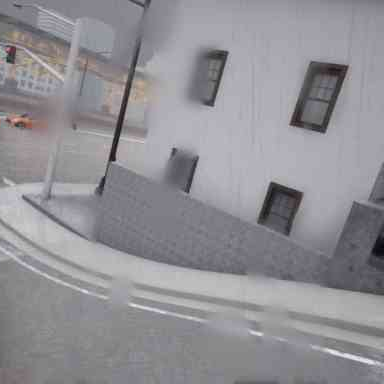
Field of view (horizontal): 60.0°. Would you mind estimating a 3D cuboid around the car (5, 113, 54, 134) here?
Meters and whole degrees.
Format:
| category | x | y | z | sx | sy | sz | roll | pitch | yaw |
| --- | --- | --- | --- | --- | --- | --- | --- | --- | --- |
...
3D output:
| category | x | y | z | sx | sy | sz | roll | pitch | yaw |
| --- | --- | --- | --- | --- | --- | --- | --- | --- | --- |
| car | -16.880 | -7.354 | 34.765 | 2.097 | 1.767 | 4.553 | 24 | 13 | 34 |
